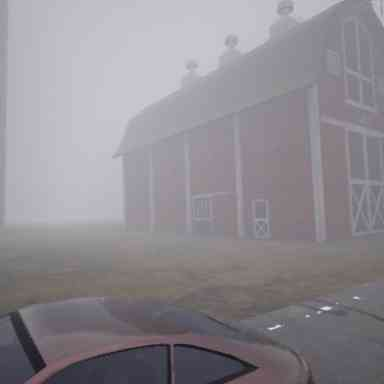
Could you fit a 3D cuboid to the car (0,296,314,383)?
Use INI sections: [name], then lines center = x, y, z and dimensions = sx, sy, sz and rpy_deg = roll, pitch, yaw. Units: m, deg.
[car]
center = -1.005, 1.567, 2.231
dimensions = 4.181, 1.385, 1.994
rpy_deg = 0, 0, -35
